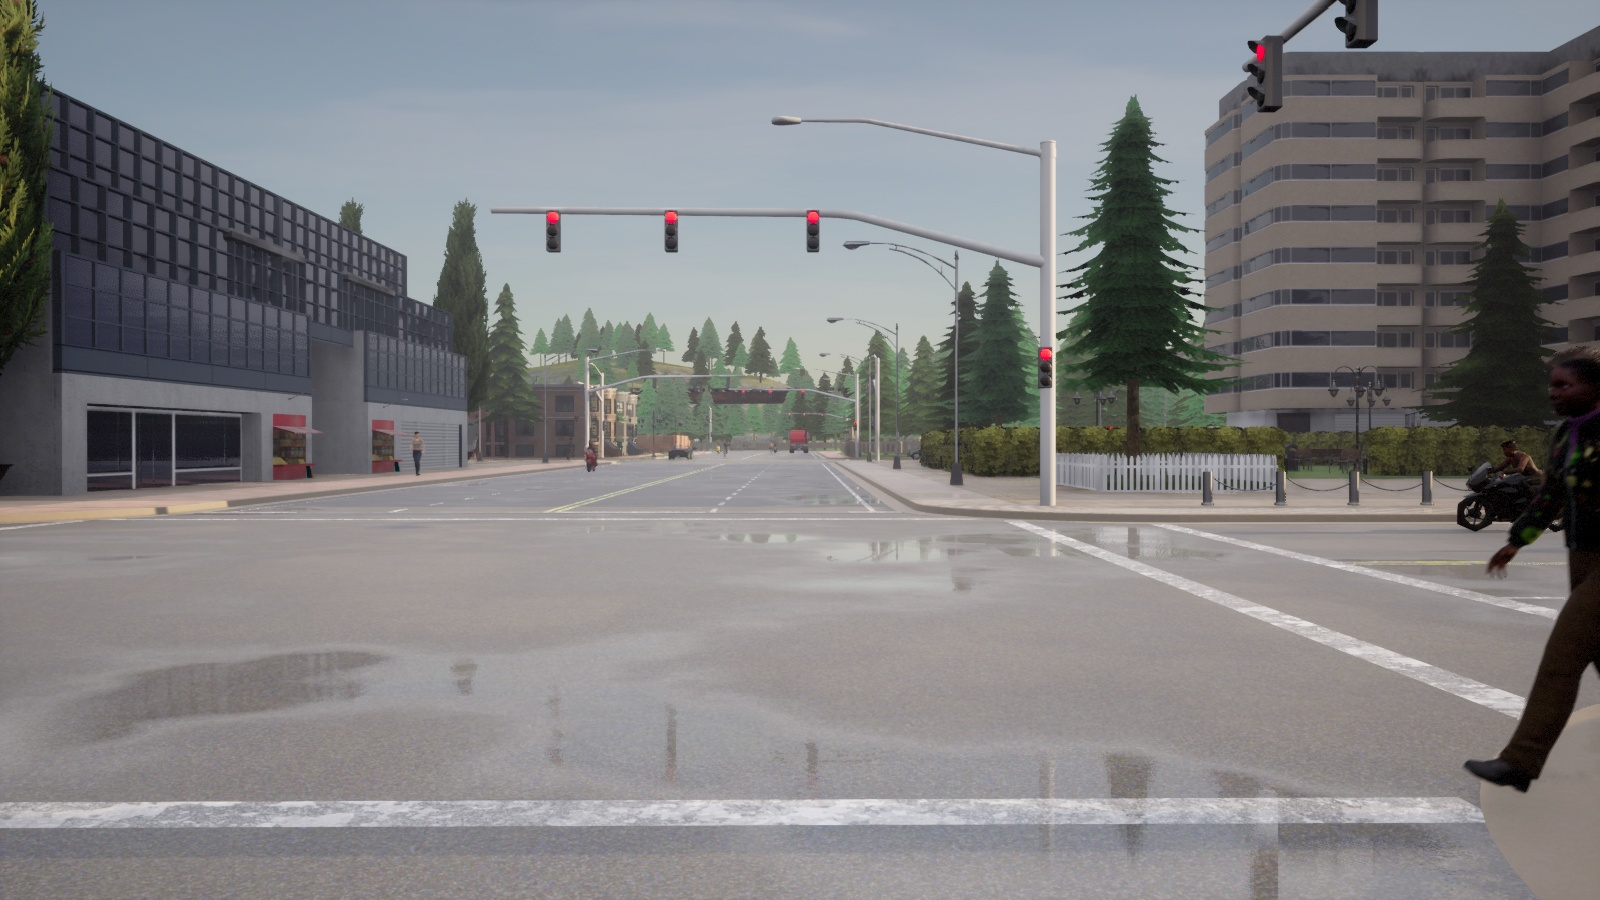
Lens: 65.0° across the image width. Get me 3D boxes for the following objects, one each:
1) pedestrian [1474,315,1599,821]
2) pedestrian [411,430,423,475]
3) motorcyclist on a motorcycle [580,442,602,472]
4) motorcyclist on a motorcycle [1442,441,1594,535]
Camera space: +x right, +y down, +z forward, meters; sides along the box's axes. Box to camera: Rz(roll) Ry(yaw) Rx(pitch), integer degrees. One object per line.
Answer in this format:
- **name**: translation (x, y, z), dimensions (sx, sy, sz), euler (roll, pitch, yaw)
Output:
- **pedestrian**: translation (3.132, 0.451, 4.988), dimensions (0.692, 1.930, 0.395), euler (0, 0, 4)
- **pedestrian**: translation (-15.546, 0.105, 50.972), dimensions (0.345, 1.836, 0.594), euler (0, 0, 0)
- **motorcyclist on a motorcycle**: translation (-10.667, 0.358, 64.095), dimensions (0.797, 1.523, 2.044), euler (0, 0, 0)
- **motorcyclist on a motorcycle**: translation (11.870, 0.621, 20.800), dimensions (2.044, 1.523, 0.797), euler (0, 0, 0)
